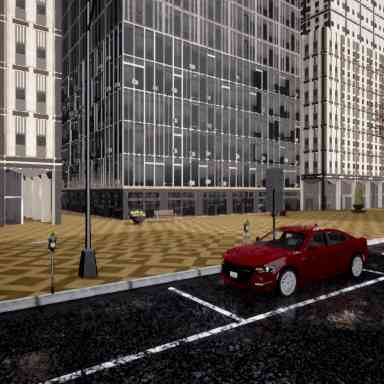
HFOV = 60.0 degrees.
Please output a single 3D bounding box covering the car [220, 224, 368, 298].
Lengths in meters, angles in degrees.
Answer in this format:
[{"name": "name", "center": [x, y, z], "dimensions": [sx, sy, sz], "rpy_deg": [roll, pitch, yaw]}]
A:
[{"name": "car", "center": [2.730, 1.545, 8.516], "dimensions": [4.507, 1.381, 1.887], "rpy_deg": [0, 0, -36]}]
